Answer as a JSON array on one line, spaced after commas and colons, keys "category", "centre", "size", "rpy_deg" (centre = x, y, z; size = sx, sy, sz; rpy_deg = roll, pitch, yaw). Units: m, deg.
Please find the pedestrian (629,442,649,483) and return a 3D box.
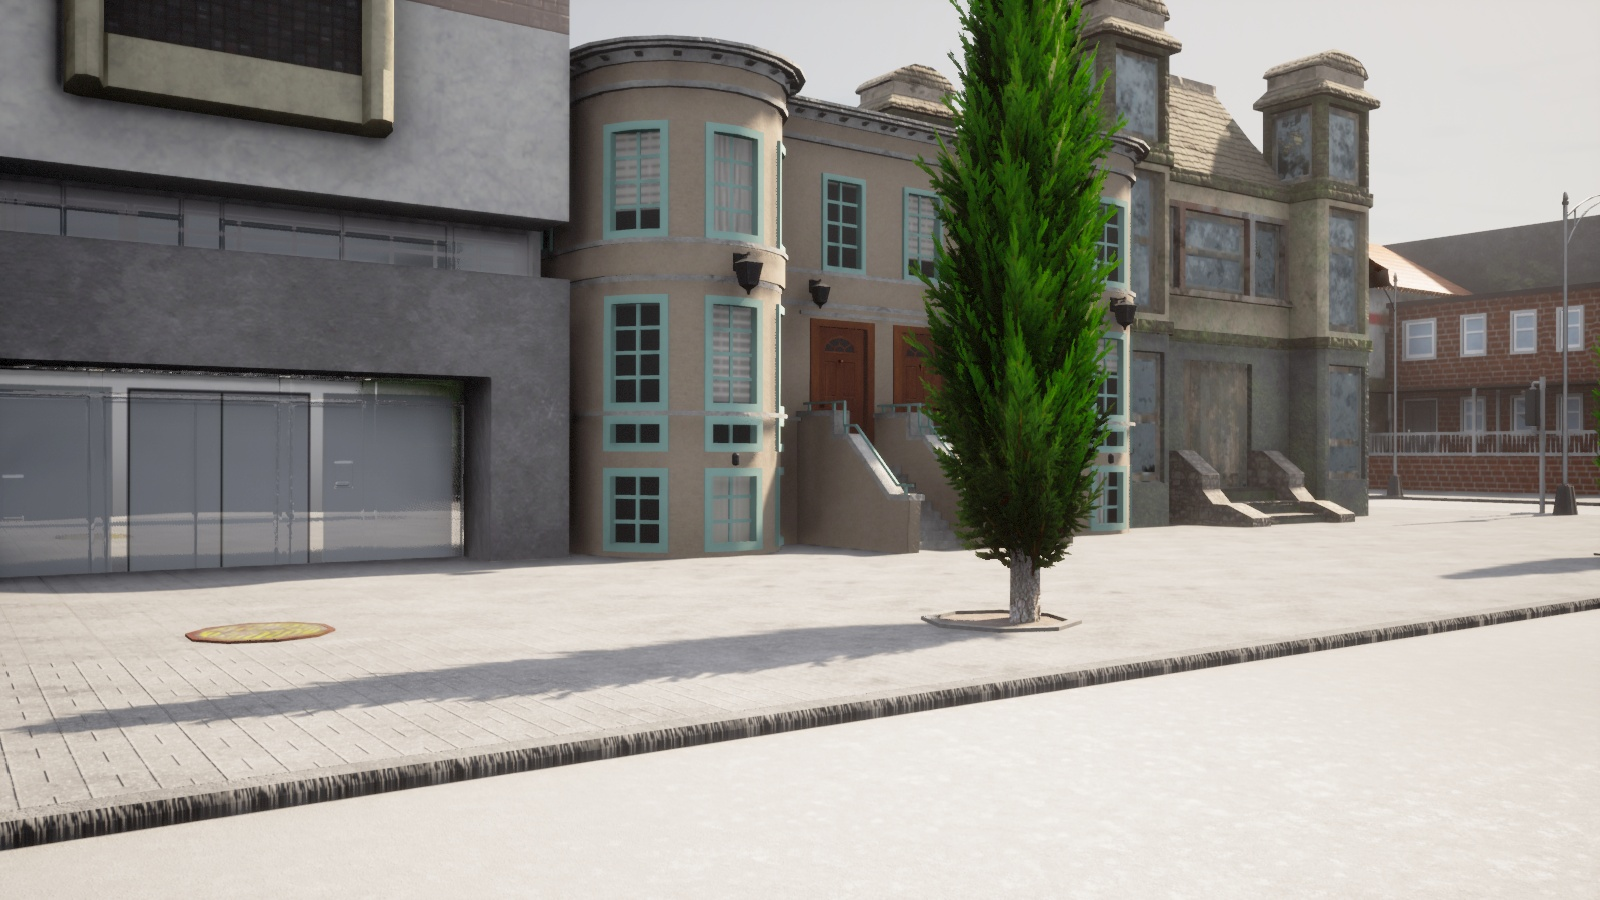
[{"category": "pedestrian", "centre": [-7.764, 0.615, 60.605], "size": [0.659, 1.952, 0.873], "rpy_deg": [0, 0, -32]}]
